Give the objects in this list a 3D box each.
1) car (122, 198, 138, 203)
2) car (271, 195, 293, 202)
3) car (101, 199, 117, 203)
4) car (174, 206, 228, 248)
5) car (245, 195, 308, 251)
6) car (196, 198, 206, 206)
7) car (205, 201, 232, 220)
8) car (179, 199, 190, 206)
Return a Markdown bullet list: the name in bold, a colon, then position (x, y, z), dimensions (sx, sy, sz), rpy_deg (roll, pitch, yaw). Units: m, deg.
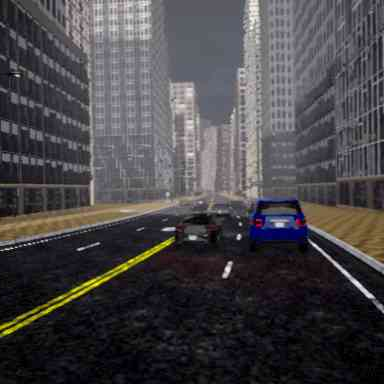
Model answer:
- **car**: position (-16.149, 2.269, 86.560), dimensions (4.313, 1.339, 1.947), rpy_deg (-1, 0, 5)
- **car**: position (22.649, 1.605, 83.415), dimensions (5.009, 1.841, 2.192), rpy_deg (-1, 0, 5)
- **car**: position (-21.811, 2.344, 87.075), dimensions (4.206, 1.307, 1.802), rpy_deg (-1, 0, 5)
- **car**: position (0.427, 1.619, 15.280), dimensions (1.812, 1.442, 4.674), rpy_deg (-1, 0, 10)
- **car**: position (3.558, 1.250, 14.343), dimensions (2.150, 2.045, 5.566), rpy_deg (-1, 0, 10)
- **car**: position (1.801, 1.858, 63.808), dimensions (2.128, 1.511, 4.902), rpy_deg (-1, 0, 5)
- **car**: position (2.561, 1.693, 29.833), dimensions (2.033, 1.411, 5.357), rpy_deg (-1, 0, 6)
- **car**: position (-1.423, 1.970, 64.031), dimensions (2.033, 1.411, 5.357), rpy_deg (-1, 0, 4)
